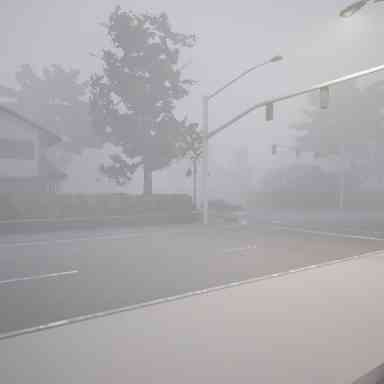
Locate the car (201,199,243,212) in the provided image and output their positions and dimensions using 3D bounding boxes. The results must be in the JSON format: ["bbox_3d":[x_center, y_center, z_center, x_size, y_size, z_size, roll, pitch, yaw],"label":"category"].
[{"bbox_3d":[3.211,1.455,37.026,2.033,1.411,5.357,0,0,-36],"label":"car"}]

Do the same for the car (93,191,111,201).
[{"bbox_3d":[-20.436,0.855,75.241,2.150,2.045,5.566,0,0,-36],"label":"car"}]

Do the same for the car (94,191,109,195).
[{"bbox_3d":[-18.694,1.178,66.968,2.097,1.767,4.553,0,0,-36],"label":"car"}]

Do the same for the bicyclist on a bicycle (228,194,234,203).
[{"bbox_3d":[5.885,1.176,51.080,1.656,1.620,0.582,0,0,-36],"label":"bicyclist on a bicycle"}]
